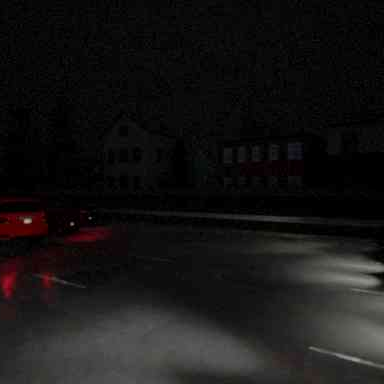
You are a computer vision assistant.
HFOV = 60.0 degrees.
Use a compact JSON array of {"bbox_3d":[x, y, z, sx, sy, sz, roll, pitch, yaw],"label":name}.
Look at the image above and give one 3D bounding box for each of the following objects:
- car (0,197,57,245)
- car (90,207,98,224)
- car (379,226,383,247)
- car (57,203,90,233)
[{"bbox_3d":[-8.513,1.212,14.361,5.566,2.045,2.150,0,0,35],"label":"car"},{"bbox_3d":[-8.575,1.479,23.002,4.902,1.511,2.128,0,0,35],"label":"car"},{"bbox_3d":[9.073,1.222,10.417,5.566,2.045,2.150,0,0,35],"label":"car"},{"bbox_3d":[-8.119,1.467,18.379,5.008,1.535,1.882,0,0,35],"label":"car"}]
